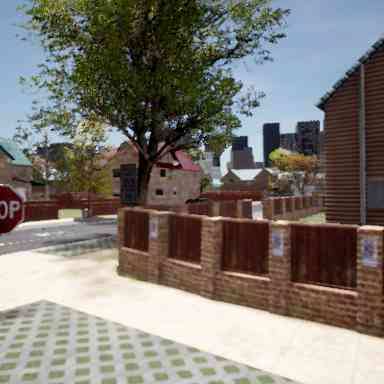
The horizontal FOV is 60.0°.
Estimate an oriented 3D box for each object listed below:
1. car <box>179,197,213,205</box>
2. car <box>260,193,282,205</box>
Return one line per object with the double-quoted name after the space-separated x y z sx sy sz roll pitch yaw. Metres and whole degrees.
0.411 1.250 29.432 1.837 1.490 4.892 -1 0 31 "car"
11.377 0.938 47.385 2.097 1.767 4.553 -1 0 31 "car"
